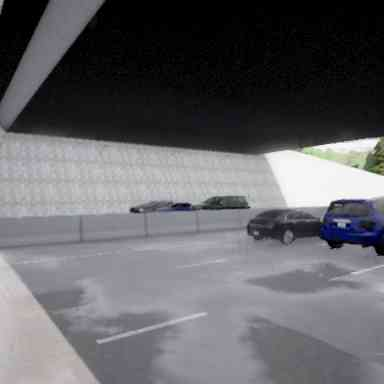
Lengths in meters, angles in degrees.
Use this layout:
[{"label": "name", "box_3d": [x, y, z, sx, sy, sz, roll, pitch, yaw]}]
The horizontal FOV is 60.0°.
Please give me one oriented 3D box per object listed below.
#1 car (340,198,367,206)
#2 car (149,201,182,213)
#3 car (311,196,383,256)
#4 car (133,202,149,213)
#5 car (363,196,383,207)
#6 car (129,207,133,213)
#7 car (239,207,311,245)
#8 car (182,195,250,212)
[{"label": "car", "box_3d": [28.901, 1.744, 59.317, 5.357, 1.411, 2.033, 0, 0, -35]}, {"label": "car", "box_3d": [-1.068, 1.621, 29.146, 4.674, 1.442, 1.812, 0, 0, -36]}, {"label": "car", "box_3d": [7.559, 1.270, 13.545, 5.566, 2.045, 2.150, 0, 0, -36]}, {"label": "car", "box_3d": [-2.743, 1.596, 32.254, 4.902, 1.511, 2.128, 0, 0, -36]}, {"label": "car", "box_3d": [31.371, 1.543, 56.795, 4.553, 1.767, 2.097, 0, 0, -35]}, {"label": "car", "box_3d": [-3.970, 1.663, 35.688, 5.357, 1.411, 2.033, 0, 0, -36]}, {"label": "car", "box_3d": [4.742, 1.557, 15.828, 4.892, 1.490, 1.837, 0, 0, -36]}, {"label": "car", "box_3d": [2.323, 1.311, 27.282, 5.566, 2.045, 2.150, 0, 0, -36]}]
